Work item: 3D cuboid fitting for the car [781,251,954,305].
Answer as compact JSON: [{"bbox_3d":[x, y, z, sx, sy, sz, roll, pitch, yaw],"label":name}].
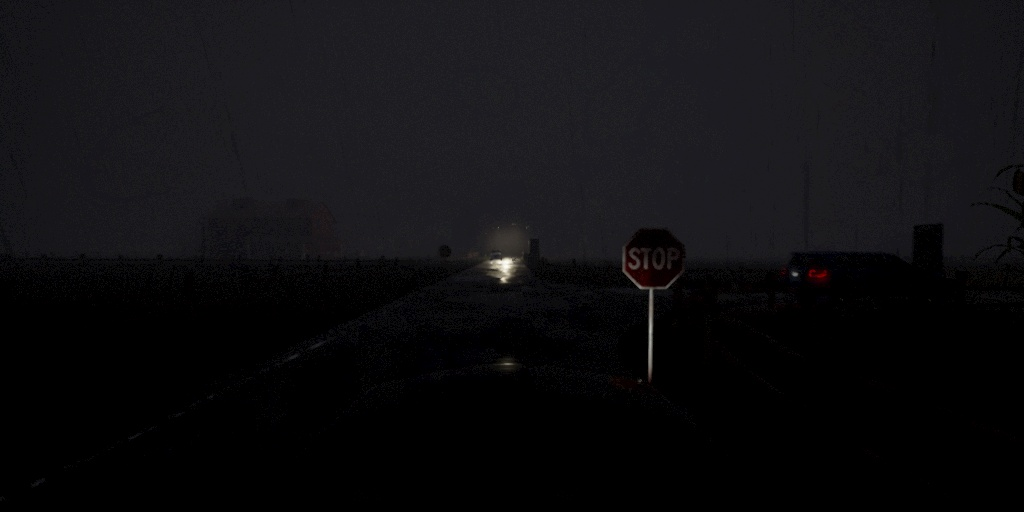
[{"bbox_3d":[13.955,0.832,14.308,5.566,2.045,2.150,0,2,0],"label":"car"}]
